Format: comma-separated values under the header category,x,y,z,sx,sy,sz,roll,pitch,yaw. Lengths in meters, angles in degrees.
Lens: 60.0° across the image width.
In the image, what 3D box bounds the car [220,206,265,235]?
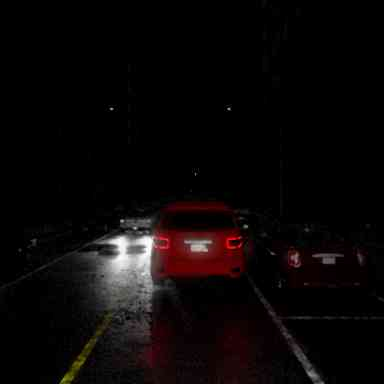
category,x,y,z,sx,sy,sz,roll,pitch,yaw
car,2.867,1.611,19.880,2.008,1.369,4.403,0,0,0

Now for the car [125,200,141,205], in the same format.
category,x,y,z,sx,sy,sz,roll,pitch,yaw
car,-5.651,1.536,30.889,1.967,1.590,4.097,0,0,0

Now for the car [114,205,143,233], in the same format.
category,x,y,z,sx,sy,sz,roll,pitch,yaw
car,-3.073,1.662,20.199,1.895,1.301,4.718,0,0,0

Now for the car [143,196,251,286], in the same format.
category,x,y,z,sx,sy,sz,roll,pitch,yaw
car,0.108,1.252,9.625,2.150,2.045,5.566,0,0,0

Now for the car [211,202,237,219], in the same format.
category,x,y,z,sx,sy,sz,roll,pitch,yaw
car,2.874,1.662,30.882,1.947,1.339,4.313,0,0,0

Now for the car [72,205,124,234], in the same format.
category,x,y,z,sx,sy,sz,roll,pitch,yaw
car,-5.658,1.626,19.885,1.947,1.339,4.313,0,0,0

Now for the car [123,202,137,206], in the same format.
category,x,y,z,sx,sy,sz,roll,pitch,yaw
car,-5.655,1.660,25.387,1.802,1.307,4.206,0,0,0

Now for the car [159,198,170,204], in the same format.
category,x,y,z,sx,sy,sz,roll,pitch,yaw
car,-5.592,1.829,67.991,1.802,1.307,4.206,0,0,0

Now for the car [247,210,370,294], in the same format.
category,x,y,z,sx,sy,sz,roll,pitch,yaw
car,2.859,1.467,8.877,1.967,1.590,4.097,0,0,0

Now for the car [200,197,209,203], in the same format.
category,x,y,z,sx,sy,sz,roll,pitch,yaw
car,2.960,1.851,78.790,2.008,1.369,4.403,0,0,0

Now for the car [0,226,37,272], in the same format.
category,x,y,z,sx,sy,sz,roll,pitch,yaw
car,-5.666,1.609,8.883,1.802,1.307,4.206,0,0,0

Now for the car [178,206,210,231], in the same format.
category,x,y,z,sx,sy,sz,roll,pitch,yaw
car,0.113,1.669,22.213,1.895,1.301,4.718,0,0,0
